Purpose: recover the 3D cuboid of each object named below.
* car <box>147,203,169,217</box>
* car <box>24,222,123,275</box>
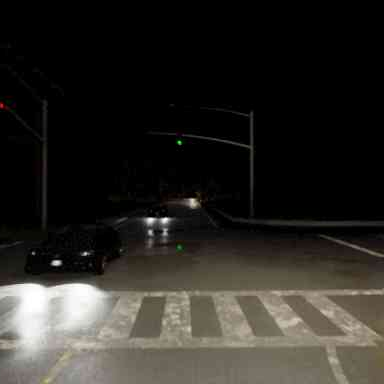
[{"bbox_3d":[-3.517,1.900,35.718,1.812,1.442,4.674,0,-1,0],"label":"car"},{"bbox_3d":[-3.503,1.662,10.608,1.994,1.385,4.181,0,-1,0],"label":"car"}]
